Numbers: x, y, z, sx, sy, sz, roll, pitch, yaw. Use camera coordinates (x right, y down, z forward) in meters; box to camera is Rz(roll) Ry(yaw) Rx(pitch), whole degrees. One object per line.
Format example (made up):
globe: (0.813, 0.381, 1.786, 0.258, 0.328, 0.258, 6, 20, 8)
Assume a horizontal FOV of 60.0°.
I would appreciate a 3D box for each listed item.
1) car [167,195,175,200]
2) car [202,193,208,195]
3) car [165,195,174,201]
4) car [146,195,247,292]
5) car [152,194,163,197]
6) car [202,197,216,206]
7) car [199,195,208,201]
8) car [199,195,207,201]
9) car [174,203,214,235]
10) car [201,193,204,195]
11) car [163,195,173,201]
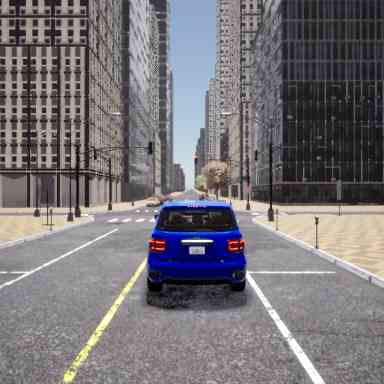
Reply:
car: (-5.683, 1.411, 89.995, 2.008, 1.369, 4.403, 0, 0, 0)
car: (2.825, 1.400, 50.263, 1.967, 1.590, 4.097, 0, 0, 0)
car: (-5.684, 1.428, 84.319, 2.008, 1.369, 4.403, 0, 0, 0)
car: (0.099, 1.221, 9.093, 2.150, 2.045, 5.566, 0, 0, 0)
car: (-5.815, 1.485, 50.094, 1.752, 1.417, 4.829, 0, 0, 0)
car: (2.795, 1.500, 55.941, 2.008, 1.369, 4.403, 0, 0, 0)
car: (2.697, 1.419, 78.809, 1.752, 1.417, 4.829, 0, 0, 0)
car: (2.697, 1.422, 84.313, 1.887, 1.381, 4.507, 0, 0, 0)
car: (0.096, 1.486, 19.822, 2.128, 1.511, 4.902, 0, 0, 0)
car: (2.698, 1.224, 72.964, 2.192, 1.841, 5.009, 0, 0, 0)
car: (-5.684, 1.438, 78.644, 1.887, 1.381, 4.507, 0, 0, 0)
